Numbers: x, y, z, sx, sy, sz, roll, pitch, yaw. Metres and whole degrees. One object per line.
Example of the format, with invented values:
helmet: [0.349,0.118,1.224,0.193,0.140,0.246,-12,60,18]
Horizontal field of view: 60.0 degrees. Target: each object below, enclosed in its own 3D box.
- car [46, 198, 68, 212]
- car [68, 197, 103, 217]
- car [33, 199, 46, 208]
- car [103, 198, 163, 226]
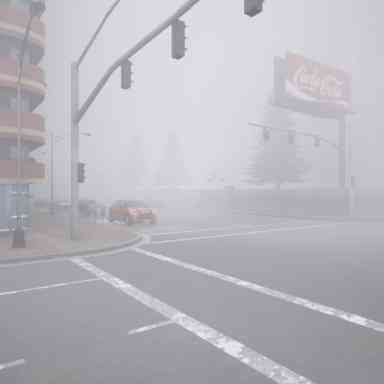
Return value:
car: [-15.323,1.478,39.107,1.882,1.535,5.008,0,0,-36]
car: [-9.652,1.491,31.265,2.128,1.511,4.902,0,0,-36]
car: [-21.261,1.601,47.367,1.895,1.301,4.718,0,0,-35]
car: [-4.315,1.352,23.899,2.097,1.767,4.553,0,0,-36]
